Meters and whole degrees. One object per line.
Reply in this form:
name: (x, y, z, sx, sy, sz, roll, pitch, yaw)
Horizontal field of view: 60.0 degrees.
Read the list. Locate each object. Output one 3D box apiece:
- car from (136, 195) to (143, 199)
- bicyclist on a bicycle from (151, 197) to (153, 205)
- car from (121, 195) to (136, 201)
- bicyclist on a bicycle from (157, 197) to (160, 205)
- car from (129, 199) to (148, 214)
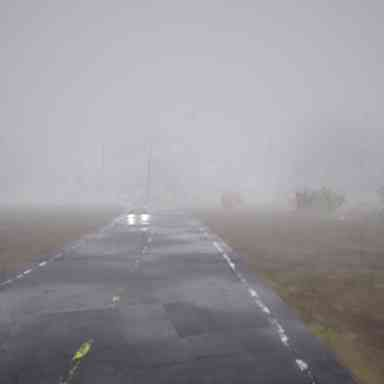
car: (-13.836, 1.547, 84.034, 2.097, 1.767, 4.553, 0, 0, -20)
bicyclist on a bicycle: (-8.042, 1.736, 67.135, 0.582, 1.620, 1.656, 0, -1, -15)
car: (-15.059, 1.313, 77.681, 2.097, 1.767, 4.553, 0, 0, -17)
bicyclist on a bicycle: (-5.871, 1.693, 58.320, 0.582, 1.620, 1.656, 0, -1, -13)
car: (-5.982, 1.754, 37.518, 1.895, 1.301, 4.718, 0, 0, -9)
